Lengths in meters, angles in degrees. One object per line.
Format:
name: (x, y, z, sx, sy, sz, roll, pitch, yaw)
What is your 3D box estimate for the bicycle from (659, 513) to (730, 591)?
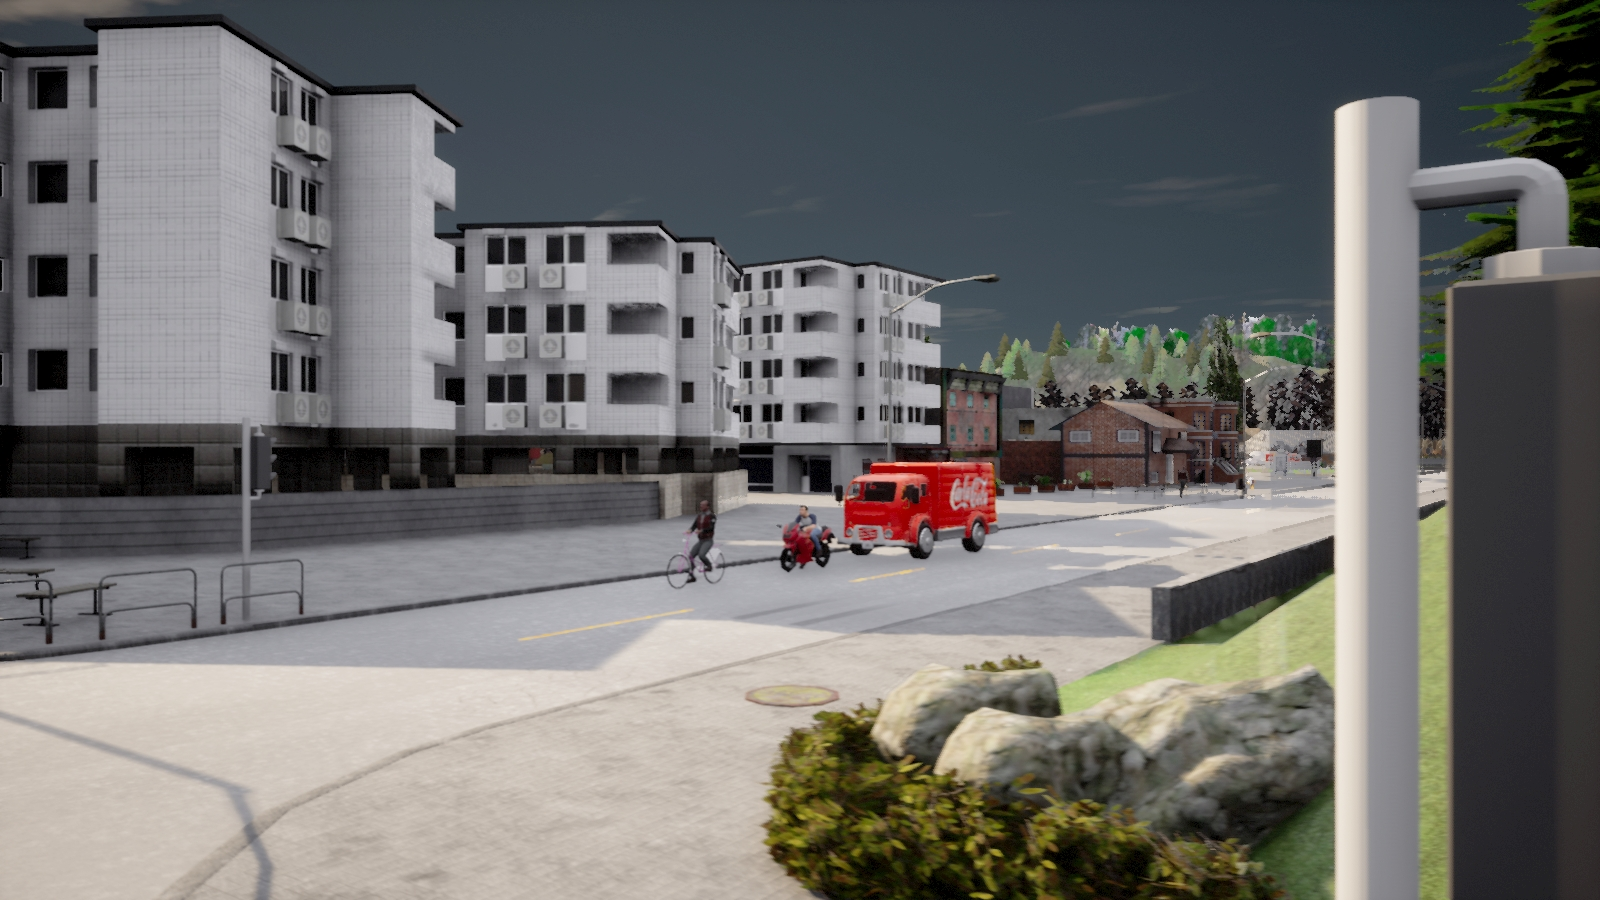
bicycle: (-2.141, 2.066, 23.440, 0.329, 1.471, 1.835, 0, 0, 35)

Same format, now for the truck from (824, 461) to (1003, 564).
truck: (3.206, 1.571, 31.060, 2.627, 2.467, 5.204, 0, 0, 35)

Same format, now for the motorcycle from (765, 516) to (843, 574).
motorcycle: (0.120, 2.192, 26.679, 0.803, 1.199, 2.033, 0, 0, 35)

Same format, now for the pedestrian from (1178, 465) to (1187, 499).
pedestrian: (21.159, 1.752, 63.215, 0.375, 1.860, 0.375, 0, 0, 38)
